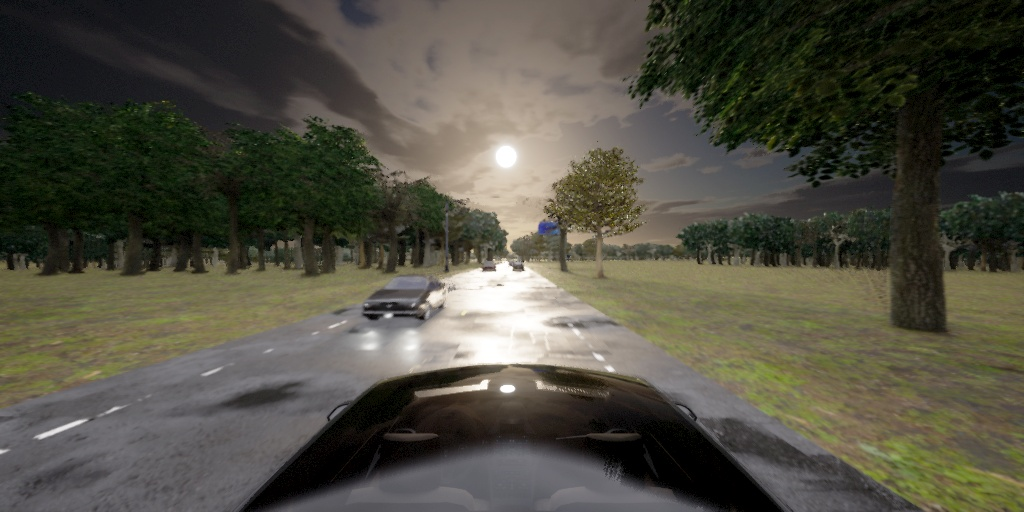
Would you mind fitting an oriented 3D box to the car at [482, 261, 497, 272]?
[{"bbox_3d":[-3.519,1.513,55.717,2.097,1.767,4.553,0,0,1],"label":"car"}]

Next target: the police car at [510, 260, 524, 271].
[{"bbox_3d":[1.065,1.616,59.474,1.930,1.638,5.238,0,0,0],"label":"police car"}]

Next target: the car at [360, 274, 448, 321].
[{"bbox_3d":[-3.597,1.381,13.101,2.033,1.411,5.357,0,0,0],"label":"car"}]
